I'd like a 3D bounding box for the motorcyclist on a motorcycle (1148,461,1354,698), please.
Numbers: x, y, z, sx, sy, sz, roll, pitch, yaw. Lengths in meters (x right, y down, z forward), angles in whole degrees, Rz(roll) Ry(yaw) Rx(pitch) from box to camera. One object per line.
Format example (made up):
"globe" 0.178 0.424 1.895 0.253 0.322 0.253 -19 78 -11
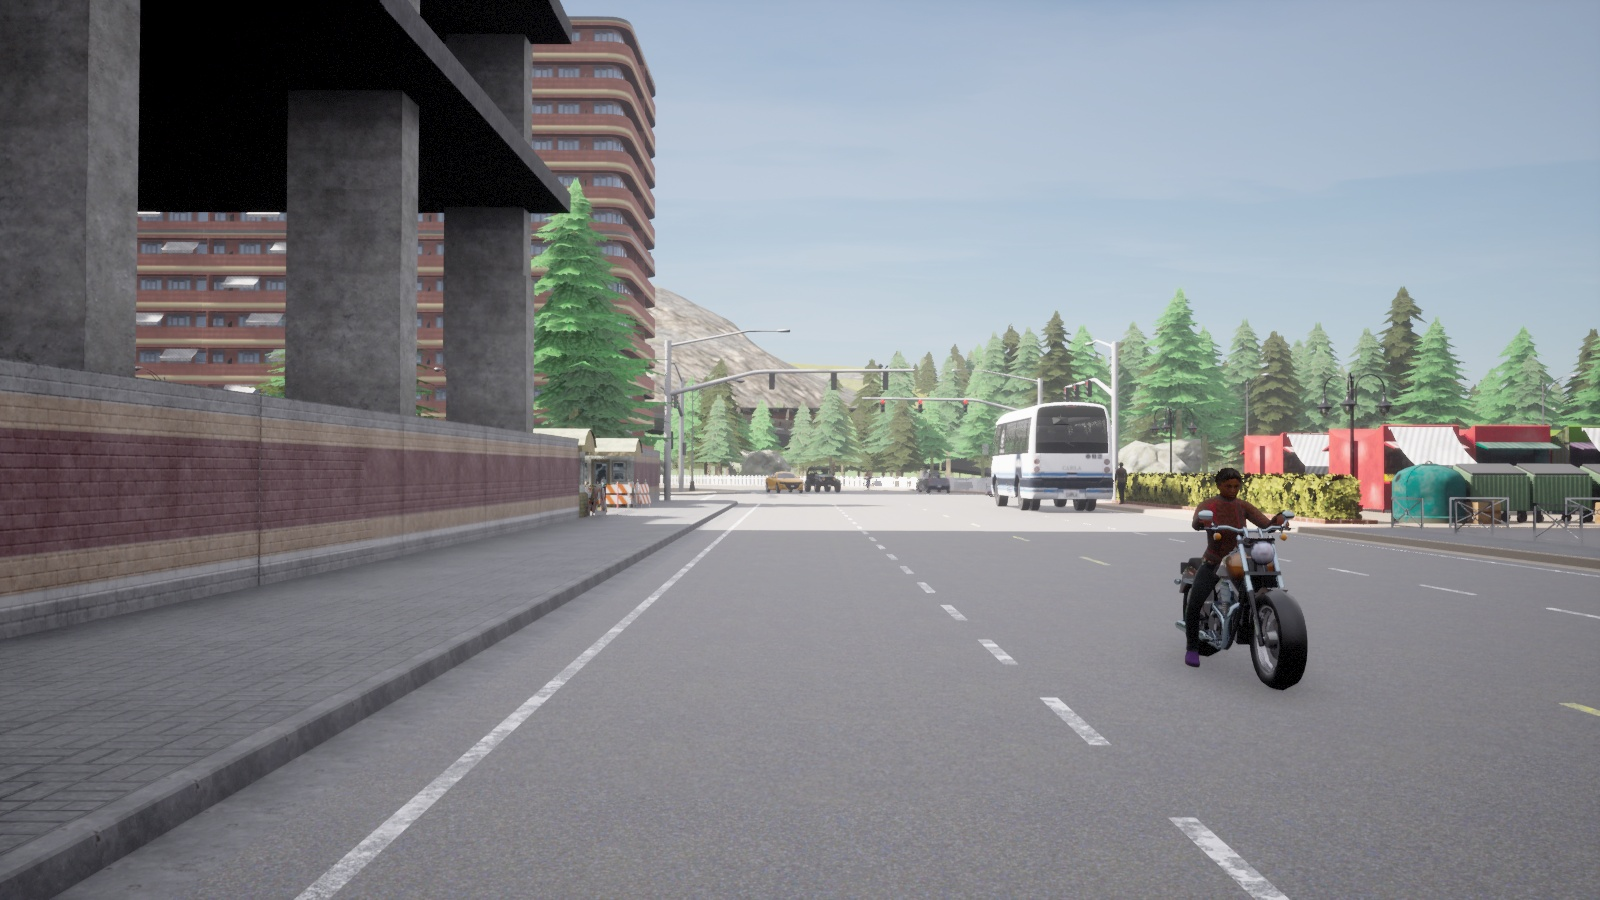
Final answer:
"motorcyclist on a motorcycle" 3.475 0.918 9.942 0.766 1.649 2.350 0 -1 0

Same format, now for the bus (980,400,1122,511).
"bus" 10.362 0.289 53.273 3.944 4.253 10.273 0 -1 0

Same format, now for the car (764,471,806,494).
"car" -1.119 2.303 89.900 1.882 1.535 5.008 0 -1 -15

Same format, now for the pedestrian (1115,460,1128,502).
"pedestrian" 13.819 1.317 53.949 0.328 1.805 0.869 0 -1 2

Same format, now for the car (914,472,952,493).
"car" 9.530 2.301 90.174 1.845 1.501 3.633 0 -1 -9

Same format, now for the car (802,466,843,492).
"car" 1.646 2.164 93.155 1.905 1.878 3.866 0 -1 -18
